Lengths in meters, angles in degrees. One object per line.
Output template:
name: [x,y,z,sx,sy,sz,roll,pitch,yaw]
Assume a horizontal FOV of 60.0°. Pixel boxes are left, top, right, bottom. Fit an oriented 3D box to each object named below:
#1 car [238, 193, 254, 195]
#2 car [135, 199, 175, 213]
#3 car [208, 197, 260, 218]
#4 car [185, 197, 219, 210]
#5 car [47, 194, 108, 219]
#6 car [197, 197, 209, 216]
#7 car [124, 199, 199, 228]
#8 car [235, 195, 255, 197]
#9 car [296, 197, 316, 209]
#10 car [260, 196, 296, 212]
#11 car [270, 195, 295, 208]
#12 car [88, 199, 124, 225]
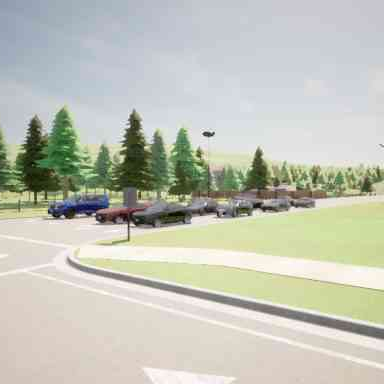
car: [8.478,1.223,54.351,2.150,2.045,5.566,0,0,36]
car: [-4.040,1.526,37.346,1.812,1.442,4.674,0,0,36]
car: [3.933,1.492,30.484,2.128,1.511,4.902,0,0,36]
car: [1.417,1.491,44.798,2.128,1.511,4.902,0,0,37]
car: [-9.841,1.222,29.454,2.150,2.045,5.566,0,0,37]
car: [1.242,1.548,32.730,2.033,1.411,5.357,0,0,37]
car: [-1.914,1.478,22.505,1.882,1.535,5.008,0,0,36]
car: [7.118,1.478,40.735,1.882,1.535,5.008,0,0,36]
car: [15.917,1.504,46.768,1.837,1.490,4.892,0,0,37]
car: [9.751,1.548,38.415,2.033,1.411,5.357,0,0,36]
car: [13.459,1.351,49.330,2.097,1.767,4.553,0,0,37]
car: [-4.782,1.478,24.517,1.882,1.535,5.008,0,0,36]
